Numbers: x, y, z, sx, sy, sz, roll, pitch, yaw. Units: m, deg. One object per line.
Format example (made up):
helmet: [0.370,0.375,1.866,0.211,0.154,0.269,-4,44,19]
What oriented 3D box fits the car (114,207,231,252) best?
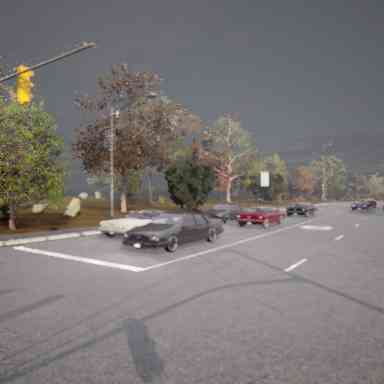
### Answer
car: [-0.547,1.566,14.356,2.033,1.411,5.357,0,0,34]

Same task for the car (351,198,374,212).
car: [21.037,1.700,41.382,1.895,1.301,4.718,0,0,32]

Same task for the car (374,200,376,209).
car: [26.490,1.647,49.965,1.882,1.535,5.008,0,0,33]

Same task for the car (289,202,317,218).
car: [10.231,1.642,31.119,1.895,1.301,4.718,0,0,32]

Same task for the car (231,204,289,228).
car: [4.695,1.622,22.384,1.895,1.301,4.718,0,0,32]

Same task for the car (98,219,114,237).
car: [-2.606,1.627,17.583,1.895,1.301,4.718,0,0,34]

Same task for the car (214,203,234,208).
car: [2.645,1.577,25.677,2.033,1.411,5.357,0,0,32]
